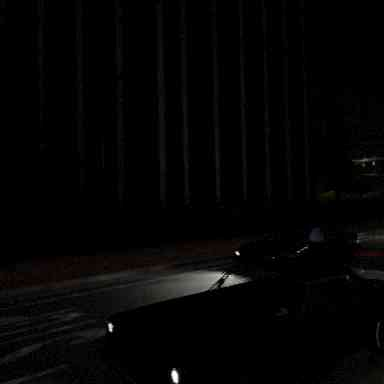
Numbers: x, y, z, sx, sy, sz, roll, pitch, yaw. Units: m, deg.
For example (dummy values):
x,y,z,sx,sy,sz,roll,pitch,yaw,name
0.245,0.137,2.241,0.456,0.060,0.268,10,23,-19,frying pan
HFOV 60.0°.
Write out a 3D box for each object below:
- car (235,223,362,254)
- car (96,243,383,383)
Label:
x,y,z,sx,sy,sz,roll,pitch,yaw,name
3.838,1.799,11.459,5.357,1.411,2.033,0,-2,-38,car
1.167,1.720,4.741,4.718,1.301,1.895,0,-2,-36,car
